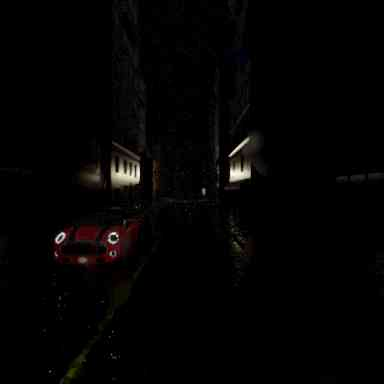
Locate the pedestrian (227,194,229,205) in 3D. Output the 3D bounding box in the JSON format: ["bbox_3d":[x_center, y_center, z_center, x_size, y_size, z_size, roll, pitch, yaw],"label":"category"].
[{"bbox_3d":[5.646,1.143,52.303,0.375,1.860,0.375,0,0,0],"label":"pedestrian"}]

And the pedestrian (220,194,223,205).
[{"bbox_3d":[4.646,1.139,51.703,0.375,1.860,0.375,0,0,0],"label":"pedestrian"}]

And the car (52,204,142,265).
[{"bbox_3d":[-3.097,1.349,11.689,2.097,1.767,4.553,0,0,0],"label":"car"}]

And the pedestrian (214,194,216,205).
[{"bbox_3d":[3.646,1.137,52.904,0.375,1.860,0.375,0,0,0],"label":"pedestrian"}]
